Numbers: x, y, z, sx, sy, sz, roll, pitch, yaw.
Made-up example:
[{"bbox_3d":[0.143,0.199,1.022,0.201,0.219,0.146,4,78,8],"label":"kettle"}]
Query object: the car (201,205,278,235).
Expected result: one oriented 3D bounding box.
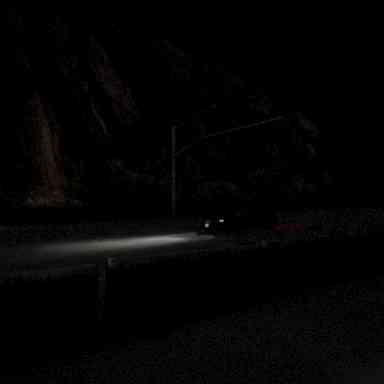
[{"bbox_3d":[2.764,1.493,18.894,4.902,1.511,2.128,0,0,-36],"label":"car"}]
